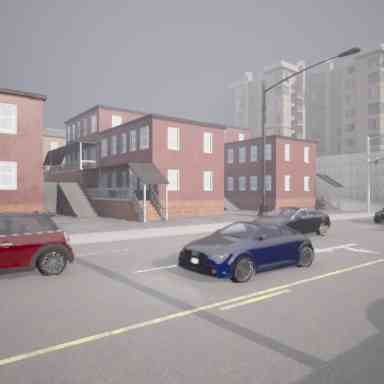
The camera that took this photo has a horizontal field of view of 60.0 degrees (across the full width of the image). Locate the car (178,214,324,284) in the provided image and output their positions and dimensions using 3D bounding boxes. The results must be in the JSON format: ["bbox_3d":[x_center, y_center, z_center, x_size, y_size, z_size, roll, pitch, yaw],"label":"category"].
[{"bbox_3d":[1.669,1.564,9.643,4.181,1.385,1.994,0,0,-37],"label":"car"}]

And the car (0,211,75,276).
[{"bbox_3d":[-5.580,1.352,8.708,4.553,1.767,2.097,0,0,-35],"label":"car"}]

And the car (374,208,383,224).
[{"bbox_3d":[14.760,1.564,23.702,4.181,1.385,1.994,0,0,-37],"label":"car"}]

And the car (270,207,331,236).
[{"bbox_3d":[4.906,1.489,16.437,4.902,1.511,2.128,0,0,-37],"label":"car"}]
